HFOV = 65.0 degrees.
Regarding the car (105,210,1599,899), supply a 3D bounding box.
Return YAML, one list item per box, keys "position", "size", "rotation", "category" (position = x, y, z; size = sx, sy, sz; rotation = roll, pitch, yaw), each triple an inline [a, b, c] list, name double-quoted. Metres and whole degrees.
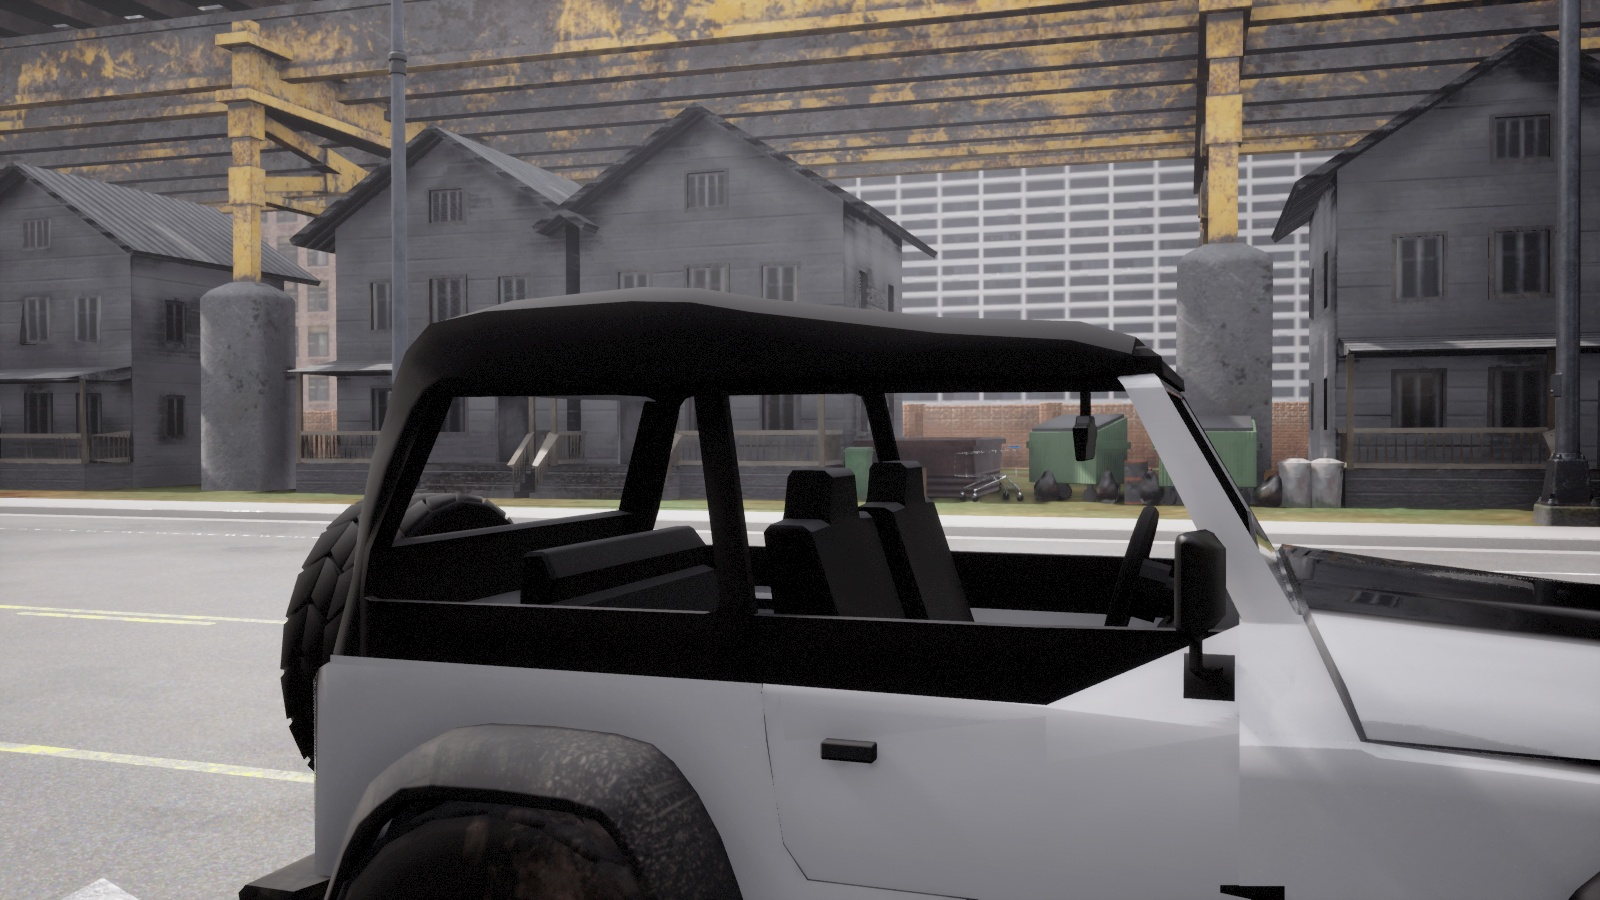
- position: [0.641, 0.577, 2.981]
  size: [3.866, 1.878, 1.905]
  rotation: [1, 1, 19]
  category: "car"
